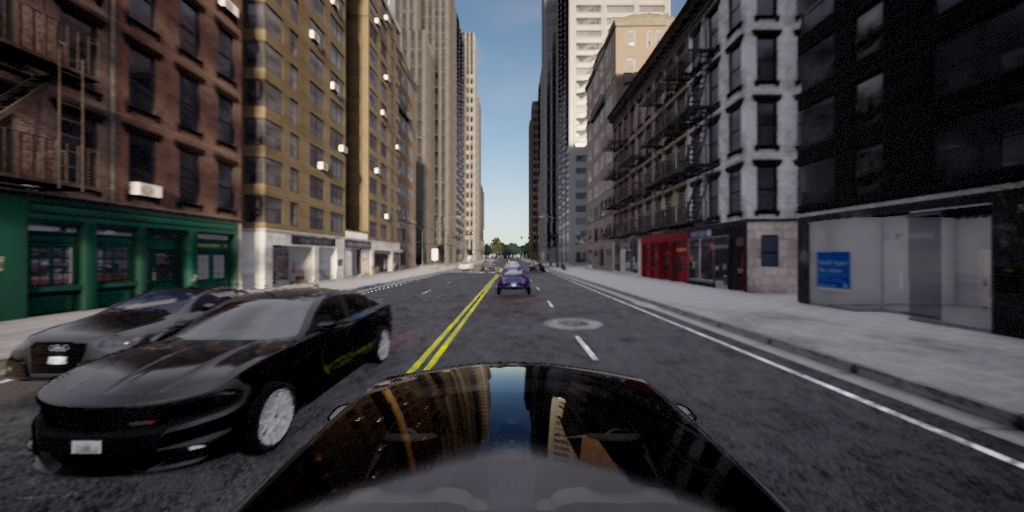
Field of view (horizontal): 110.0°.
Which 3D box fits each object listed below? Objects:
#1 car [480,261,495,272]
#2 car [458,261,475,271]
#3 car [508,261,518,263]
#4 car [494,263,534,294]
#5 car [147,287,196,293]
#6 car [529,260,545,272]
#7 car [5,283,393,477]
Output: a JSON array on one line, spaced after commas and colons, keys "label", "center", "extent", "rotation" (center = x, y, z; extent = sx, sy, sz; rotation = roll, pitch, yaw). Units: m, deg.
[{"label": "car", "center": [-3.316, 1.386, 49.499], "extent": [1.837, 1.490, 4.892], "rotation": [0, -1, 0]}, {"label": "car", "center": [-6.554, 1.410, 51.547], "extent": [1.812, 1.442, 4.674], "rotation": [0, 0, 0]}, {"label": "car", "center": [0.099, 1.395, 44.777], "extent": [1.812, 1.442, 4.674], "rotation": [0, 0, 0]}, {"label": "car", "center": [0.098, 1.331, 20.886], "extent": [1.812, 1.442, 4.674], "rotation": [0, 0, 0]}, {"label": "car", "center": [-6.600, 1.330, 7.197], "extent": [1.994, 1.385, 4.181], "rotation": [0, 0, 0]}, {"label": "car", "center": [3.349, 1.404, 48.614], "extent": [1.812, 1.442, 4.674], "rotation": [0, -1, 0]}, {"label": "car", "center": [-3.351, 1.238, 5.321], "extent": [1.882, 1.535, 5.008], "rotation": [0, 0, 0]}]
